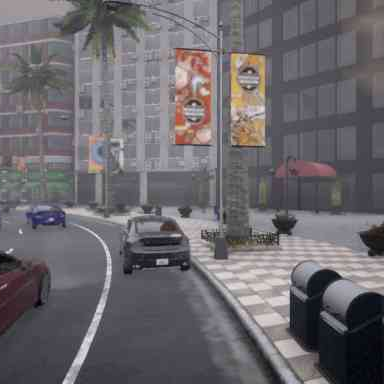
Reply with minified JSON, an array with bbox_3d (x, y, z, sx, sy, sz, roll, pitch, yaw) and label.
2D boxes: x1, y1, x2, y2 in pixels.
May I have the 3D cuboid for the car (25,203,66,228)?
[{"bbox_3d":[-9.626,1.467,21.709,1.882,1.535,5.008,0,0,-32],"label":"car"}]

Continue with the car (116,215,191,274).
[{"bbox_3d":[-1.341,1.503,10.678,1.837,1.490,4.892,0,0,-14],"label":"car"}]

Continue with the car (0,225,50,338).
[{"bbox_3d":[-3.572,1.522,4.890,1.812,1.442,4.674,0,0,-8],"label":"car"}]

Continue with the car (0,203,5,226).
[{"bbox_3d":[-12.298,1.552,19.409,1.994,1.385,4.181,0,0,-32],"label":"car"}]

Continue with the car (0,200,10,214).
[{"bbox_3d":[-20.080,1.470,33.334,4.902,1.511,2.128,0,0,39],"label":"car"}]
